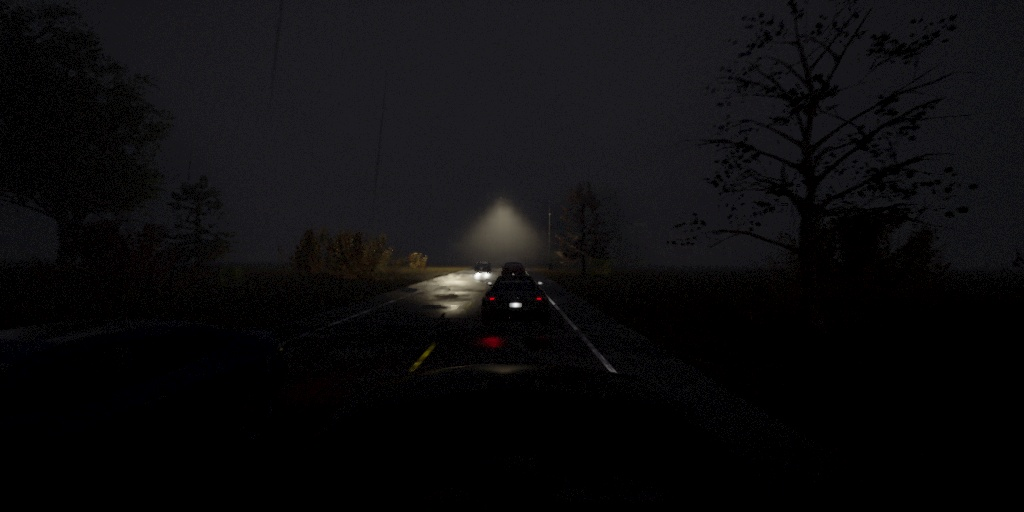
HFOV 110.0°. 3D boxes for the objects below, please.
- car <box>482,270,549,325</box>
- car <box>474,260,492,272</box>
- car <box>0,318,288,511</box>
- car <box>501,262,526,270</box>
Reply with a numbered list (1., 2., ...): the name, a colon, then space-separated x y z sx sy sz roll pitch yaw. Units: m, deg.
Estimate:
1. car: 0.100 1.315 11.842 1.994 1.385 4.181 0 0 0
2. car: -3.583 1.241 44.786 2.128 1.511 4.902 0 0 0
3. car: -3.600 1.276 2.501 1.812 1.442 4.674 0 0 0
4. car: 0.100 1.229 29.685 1.882 1.535 5.008 0 0 0
